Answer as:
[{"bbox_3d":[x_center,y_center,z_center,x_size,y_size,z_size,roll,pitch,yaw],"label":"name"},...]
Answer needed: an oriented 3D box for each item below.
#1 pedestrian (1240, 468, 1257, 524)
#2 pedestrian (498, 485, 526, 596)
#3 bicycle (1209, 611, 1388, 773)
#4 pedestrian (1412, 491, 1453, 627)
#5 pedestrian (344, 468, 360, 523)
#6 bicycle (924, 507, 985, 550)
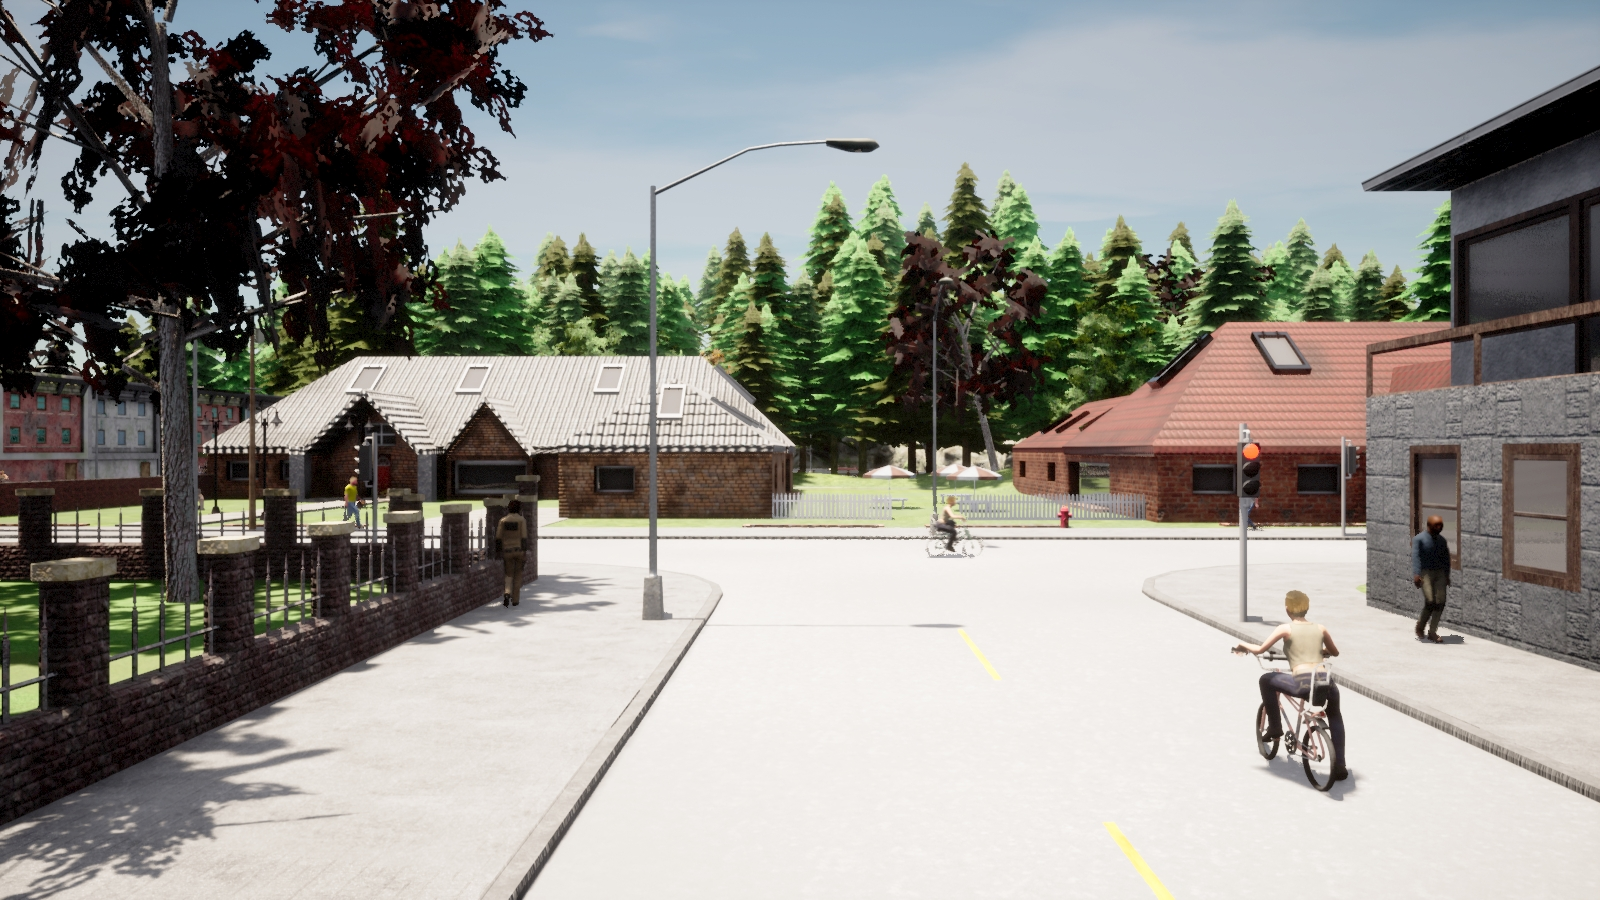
[{"bbox_3d":[14.919,1.524,38.032,0.375,1.860,0.375,0,0,-20],"label":"pedestrian"},{"bbox_3d":[-4.899,1.523,19.439,0.375,1.860,0.375,0,0,-2],"label":"pedestrian"},{"bbox_3d":[4.247,2.036,9.857,0.859,1.080,1.487,0,0,-2],"label":"bicycle"},{"bbox_3d":[8.860,1.516,16.002,0.375,1.860,0.375,0,0,1],"label":"pedestrian"},{"bbox_3d":[-15.083,1.524,38.438,0.375,1.860,0.375,0,0,2],"label":"pedestrian"},{"bbox_3d":[4.014,2.036,29.739,1.487,1.080,0.859,0,0,1],"label":"bicycle"}]
